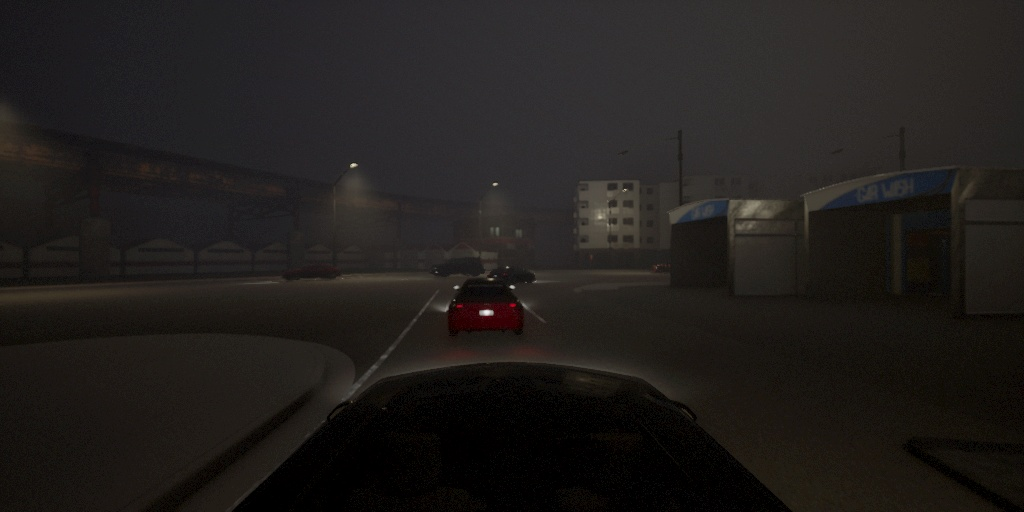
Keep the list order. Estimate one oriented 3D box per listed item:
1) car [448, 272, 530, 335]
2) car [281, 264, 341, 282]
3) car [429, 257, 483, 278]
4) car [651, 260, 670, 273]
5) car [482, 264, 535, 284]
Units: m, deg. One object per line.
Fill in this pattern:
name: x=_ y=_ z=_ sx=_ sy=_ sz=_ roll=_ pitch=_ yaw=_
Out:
car: x=-0.813 y=1.358 z=10.730 sx=1.994 sy=1.385 sz=4.181 roll=0 pitch=0 yaw=-5
car: x=-17.483 y=1.430 z=31.385 sx=1.812 sy=1.442 sz=4.674 roll=-1 pitch=-1 yaw=44
car: x=-5.583 y=1.144 z=36.588 sx=5.566 sy=2.045 sz=2.150 roll=0 pitch=-1 yaw=-31
car: x=20.141 y=1.300 z=45.660 sx=4.553 sy=1.767 sz=2.097 roll=0 pitch=0 yaw=4
car: x=0.000 y=1.435 z=26.995 sx=1.994 sy=1.385 sz=4.181 roll=-1 pitch=-1 yaw=35
